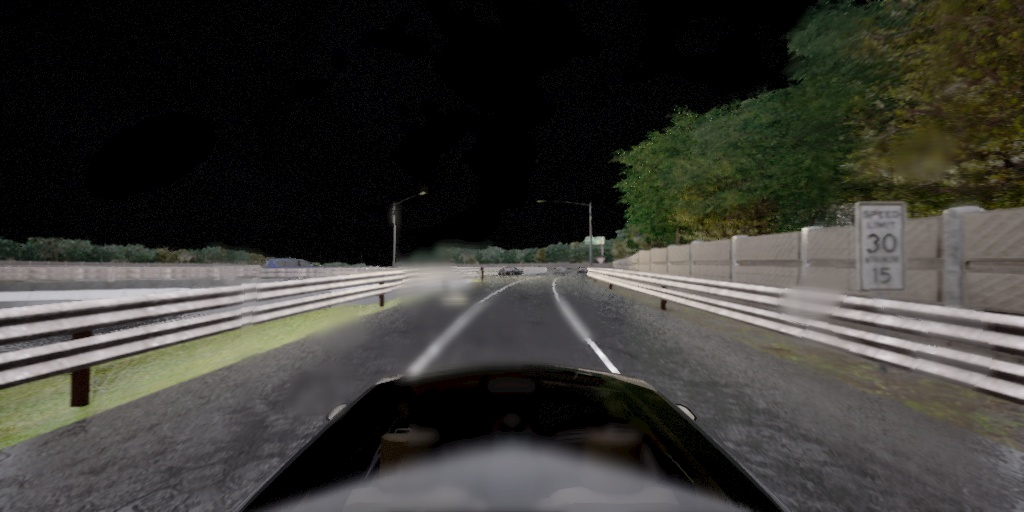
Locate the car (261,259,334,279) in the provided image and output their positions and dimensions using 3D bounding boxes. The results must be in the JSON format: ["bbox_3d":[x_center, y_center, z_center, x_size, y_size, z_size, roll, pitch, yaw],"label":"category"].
[{"bbox_3d":[-19.076,1.324,32.096,5.566,2.045,2.150,2,-2,-39],"label":"car"}]

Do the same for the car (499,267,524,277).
[{"bbox_3d":[-0.062,2.286,51.952,1.812,1.442,4.674,-1,-2,37],"label":"car"}]
